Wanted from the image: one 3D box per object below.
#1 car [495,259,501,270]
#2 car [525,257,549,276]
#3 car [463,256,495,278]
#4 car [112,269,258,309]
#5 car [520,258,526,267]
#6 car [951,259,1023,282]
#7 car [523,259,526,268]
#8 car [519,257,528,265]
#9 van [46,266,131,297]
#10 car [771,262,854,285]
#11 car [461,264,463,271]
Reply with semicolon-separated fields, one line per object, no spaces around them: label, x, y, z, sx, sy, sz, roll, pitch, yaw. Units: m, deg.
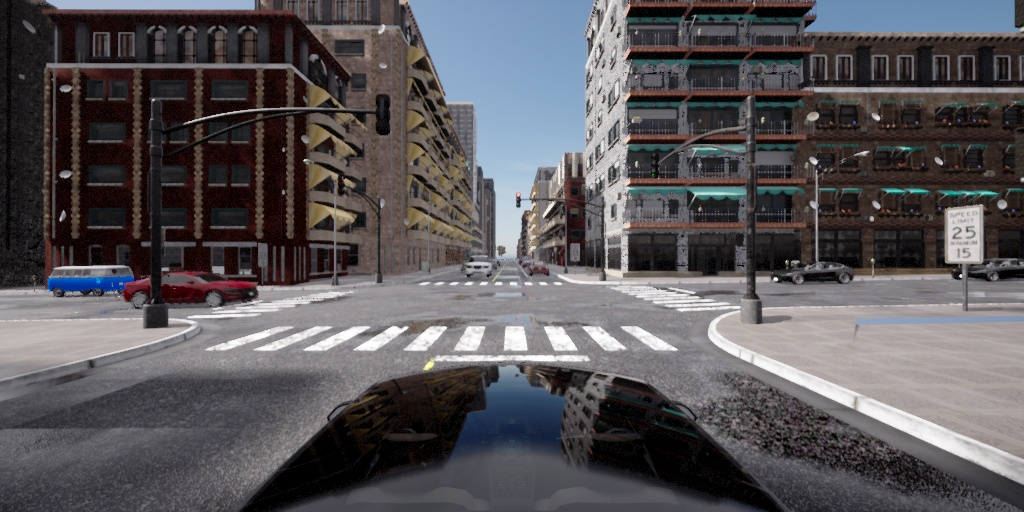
car;-3.116;1.242;51.642;2.128;1.511;4.902;0;0;0
car;2.672;1.189;36.298;1.967;1.591;4.097;0;0;0
car;-3.120;0.970;34.711;2.150;2.045;5.566;0;0;-1
car;-14.057;1.435;15.876;5.008;1.535;1.882;-1;0;0
car;2.660;1.335;58.435;1.802;1.307;4.207;0;0;0
car;29.584;0.827;21.801;4.313;1.339;1.948;0;0;0
car;2.669;1.300;41.832;2.007;1.370;4.403;0;0;0
car;2.657;1.337;63.969;1.802;1.307;4.207;0;0;0
van;-25.379;1.496;21.639;3.998;1.789;1.690;0;0;0
car;18.258;1.009;21.867;4.313;1.339;1.948;0;0;0
car;-5.715;1.301;47.363;2.007;1.370;4.403;0;0;0
